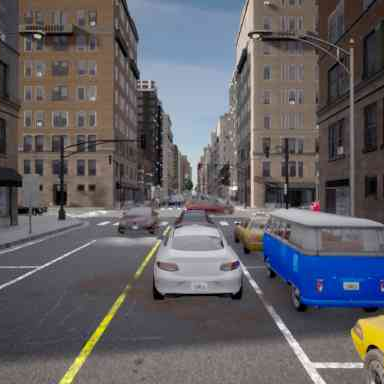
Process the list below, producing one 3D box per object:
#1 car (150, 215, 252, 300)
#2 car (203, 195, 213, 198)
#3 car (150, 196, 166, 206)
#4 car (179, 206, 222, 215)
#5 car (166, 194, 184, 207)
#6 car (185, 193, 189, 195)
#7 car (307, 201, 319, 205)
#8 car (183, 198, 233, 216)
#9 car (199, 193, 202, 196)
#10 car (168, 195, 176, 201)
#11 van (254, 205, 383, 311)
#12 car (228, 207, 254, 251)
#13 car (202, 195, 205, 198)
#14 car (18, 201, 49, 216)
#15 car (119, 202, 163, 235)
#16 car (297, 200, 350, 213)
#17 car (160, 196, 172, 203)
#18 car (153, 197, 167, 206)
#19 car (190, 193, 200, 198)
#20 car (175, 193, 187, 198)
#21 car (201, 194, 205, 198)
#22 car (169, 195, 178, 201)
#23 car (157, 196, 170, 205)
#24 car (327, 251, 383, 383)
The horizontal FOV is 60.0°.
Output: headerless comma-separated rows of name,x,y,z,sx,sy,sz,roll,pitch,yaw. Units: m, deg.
car,0.086,1.527,8.293,1.812,1.442,4.674,0,0,-1
car,3.052,1.570,50.782,1.947,1.339,4.313,1,0,1
car,-5.473,1.587,50.897,1.802,1.307,4.206,1,0,1
car,0.110,1.566,15.629,1.994,1.385,4.181,0,0,0
car,-2.693,1.483,52.224,1.882,1.535,5.008,0,0,1
car,-2.326,1.358,72.011,2.097,1.767,4.553,0,0,1
car,15.599,1.356,35.539,5.566,2.045,2.150,0,-1,0
car,1.766,1.531,32.181,4.674,1.442,1.812,0,0,0
car,3.594,1.549,89.493,2.008,1.369,4.403,1,0,1
car,-5.010,1.526,83.900,1.752,1.417,4.829,1,0,1
van,2.686,1.342,7.445,1.690,1.788,3.998,1,0,0
car,2.692,1.527,13.288,1.752,1.417,4.829,1,0,0
car,3.130,1.549,56.312,1.887,1.381,4.507,1,0,1
car,-15.150,1.453,29.081,4.718,1.301,1.895,0,-1,0
car,-2.896,1.529,19.136,1.812,1.442,4.674,0,0,-1
car,15.247,1.712,38.787,5.357,1.411,2.033,0,-1,0
car,-5.240,1.548,67.483,1.887,1.381,4.507,1,0,1
car,-5.395,1.571,56.426,1.947,1.339,4.313,1,0,1
car,0.951,1.522,91.829,1.812,1.442,4.674,0,0,1
car,-2.533,1.482,61.884,1.882,1.535,5.008,0,0,1
car,3.207,1.554,61.842,2.008,1.369,4.403,1,0,1
car,-4.931,1.565,89.598,1.947,1.339,4.313,1,0,1
car,-5.318,1.555,61.954,2.008,1.369,4.403,1,0,1
car,2.678,1.526,1.941,1.752,1.417,4.829,1,0,0
